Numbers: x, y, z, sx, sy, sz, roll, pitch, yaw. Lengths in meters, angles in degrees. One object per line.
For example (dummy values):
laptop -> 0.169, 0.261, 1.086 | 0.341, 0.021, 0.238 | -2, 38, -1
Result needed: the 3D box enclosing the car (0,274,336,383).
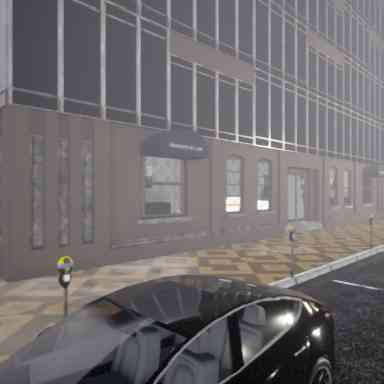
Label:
car -> -0.297, 1.566, 2.870 | 4.313, 1.339, 1.947 | 0, 0, -44
